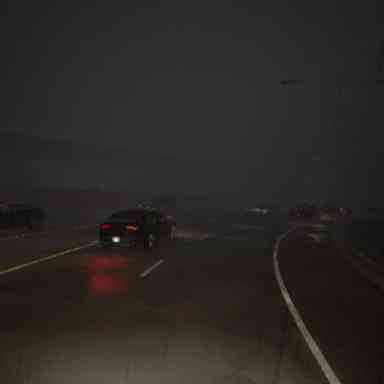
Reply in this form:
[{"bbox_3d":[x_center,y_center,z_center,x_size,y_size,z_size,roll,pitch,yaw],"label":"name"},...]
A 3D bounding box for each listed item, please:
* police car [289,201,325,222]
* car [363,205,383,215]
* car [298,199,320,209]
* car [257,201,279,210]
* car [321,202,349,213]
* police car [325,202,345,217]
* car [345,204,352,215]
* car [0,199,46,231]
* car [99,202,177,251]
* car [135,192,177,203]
[{"bbox_3d":[10.166,1.724,29.714,1.930,1.638,5.238,2,0,31],"label":"police car"},{"bbox_3d":[29.523,2.902,54.094,4.181,1.385,1.994,5,-2,-40],"label":"car"},{"bbox_3d":[23.609,2.524,67.236,4.553,1.767,2.097,5,-2,-40],"label":"car"},{"bbox_3d":[11.709,2.020,51.140,1.994,1.385,4.181,2,-1,42],"label":"car"},{"bbox_3d":[22.654,2.435,52.630,4.902,1.511,2.128,4,-2,-43],"label":"car"},{"bbox_3d":[15.228,1.899,37.241,1.930,1.638,5.238,2,0,37],"label":"police car"},{"bbox_3d":[18.527,2.131,41.435,1.812,1.442,4.674,2,-1,40],"label":"car"},{"bbox_3d":[-8.759,1.093,14.937,2.128,1.511,4.902,2,0,15],"label":"car"},{"bbox_3d":[-2.044,1.377,13.686,1.837,1.490,4.892,0,0,13],"label":"car"},{"bbox_3d":[-3.767,1.053,35.637,2.150,2.045,5.566,2,0,31],"label":"car"}]
